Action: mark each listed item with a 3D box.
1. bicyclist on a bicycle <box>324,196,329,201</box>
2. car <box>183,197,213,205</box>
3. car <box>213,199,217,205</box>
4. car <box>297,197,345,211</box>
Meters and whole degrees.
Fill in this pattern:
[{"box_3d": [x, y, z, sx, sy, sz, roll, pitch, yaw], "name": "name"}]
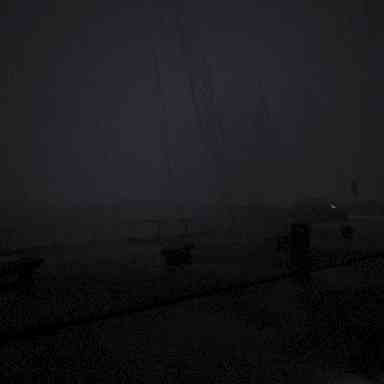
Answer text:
[{"box_3d": [16.603, 1.349, 41.360, 1.656, 1.620, 0.582, 0, 0, -35], "name": "bicyclist on a bicycle"}, {"box_3d": [0.469, 1.492, 49.648, 2.128, 1.511, 4.902, 0, 0, -35], "name": "car"}, {"box_3d": [2.007, 1.547, 54.553, 2.033, 1.411, 5.357, 0, 0, -35], "name": "car"}, {"box_3d": [12.534, 1.353, 32.571, 2.097, 1.767, 4.553, 0, 0, -35], "name": "car"}]
